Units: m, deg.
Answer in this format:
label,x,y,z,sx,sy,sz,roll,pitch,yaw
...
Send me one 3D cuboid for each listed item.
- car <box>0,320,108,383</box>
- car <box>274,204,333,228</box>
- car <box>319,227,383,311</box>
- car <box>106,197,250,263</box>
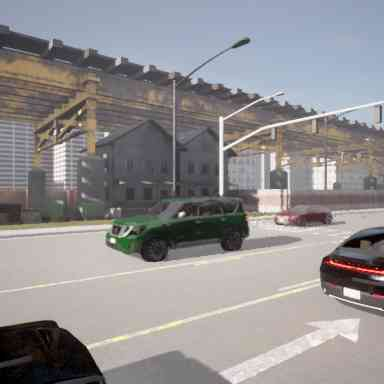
label,x,y,z,sx,sy,sz,roll,pitch,yaw
car,-2.791,1.601,1.758,4.718,1.301,1.895,0,0,-35
car,7.523,1.525,22.201,4.674,1.442,1.812,0,0,-36
car,4.741,1.505,7.147,4.892,1.490,1.837,0,0,-35
car,-0.301,1.221,12.362,5.566,2.045,2.150,0,0,-35
